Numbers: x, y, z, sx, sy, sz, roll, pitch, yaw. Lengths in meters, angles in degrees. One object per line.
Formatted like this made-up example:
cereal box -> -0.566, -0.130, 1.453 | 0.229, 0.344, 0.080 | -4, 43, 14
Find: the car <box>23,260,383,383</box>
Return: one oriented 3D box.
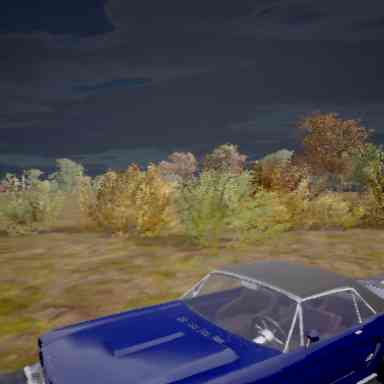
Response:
car -> 0.748, 1.593, 3.807 | 4.718, 1.301, 1.895 | 0, 0, -34
